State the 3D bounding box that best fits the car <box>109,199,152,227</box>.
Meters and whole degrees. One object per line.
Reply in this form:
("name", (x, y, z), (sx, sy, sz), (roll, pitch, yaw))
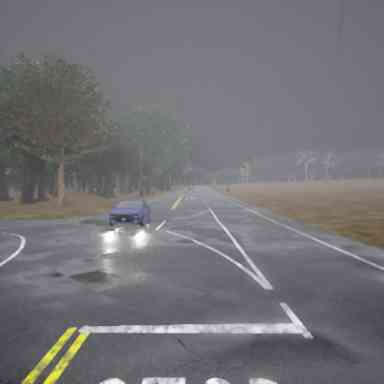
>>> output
("car", (-3.540, 1.166, 19.734), (1.882, 1.535, 5.008), (0, 0, 0))
